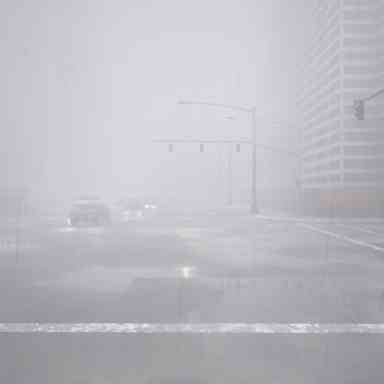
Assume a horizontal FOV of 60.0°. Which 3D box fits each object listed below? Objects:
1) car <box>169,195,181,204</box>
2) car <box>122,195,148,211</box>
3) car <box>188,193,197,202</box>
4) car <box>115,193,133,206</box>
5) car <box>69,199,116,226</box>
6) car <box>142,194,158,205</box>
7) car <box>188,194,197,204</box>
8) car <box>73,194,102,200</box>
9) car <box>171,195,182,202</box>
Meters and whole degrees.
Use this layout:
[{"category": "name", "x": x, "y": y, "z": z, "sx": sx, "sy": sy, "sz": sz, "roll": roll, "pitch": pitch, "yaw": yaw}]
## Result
[{"category": "car", "x": -3.425, "y": 1.491, "z": 64.189, "sx": 2.128, "sy": 1.511, "sz": 4.902, "roll": 0, "pitch": 0, "yaw": 0}, {"category": "car", "x": -7.050, "y": 1.506, "z": 41.554, "sx": 1.837, "sy": 1.490, "sz": 4.892, "roll": 0, "pitch": 0, "yaw": 0}, {"category": "car", "x": 0.087, "y": 1.184, "z": 74.440, "sx": 2.097, "sy": 1.767, "sz": 4.553, "roll": 0, "pitch": 0, "yaw": 0}, {"category": "car", "x": -10.535, "y": 1.352, "z": 50.734, "sx": 2.097, "sy": 1.767, "sz": 4.553, "roll": 0, "pitch": 0, "yaw": 0}, {"category": "car", "x": -7.074, "y": 1.507, "z": 23.642, "sx": 1.837, "sy": 1.490, "sz": 4.892, "roll": 0, "pitch": -1, "yaw": 0}, {"category": "car", "x": -7.013, "y": 1.490, "z": 57.988, "sx": 2.128, "sy": 1.511, "sz": 4.902, "roll": 0, "pitch": 0, "yaw": 0}, {"category": "car", "x": 0.075, "y": 1.547, "z": 64.185, "sx": 2.033, "sy": 1.411, "sz": 5.357, "roll": 0, "pitch": 0, "yaw": 0}, {"category": "car", "x": -10.556, "y": 1.221, "z": 33.756, "sx": 2.150, "sy": 2.045, "sz": 5.566, "roll": 0, "pitch": 0, "yaw": 0}, {"category": "car", "x": -3.412, "y": 1.354, "z": 74.474, "sx": 2.128, "sy": 1.511, "sz": 4.902, "roll": 0, "pitch": 0, "yaw": 0}]
